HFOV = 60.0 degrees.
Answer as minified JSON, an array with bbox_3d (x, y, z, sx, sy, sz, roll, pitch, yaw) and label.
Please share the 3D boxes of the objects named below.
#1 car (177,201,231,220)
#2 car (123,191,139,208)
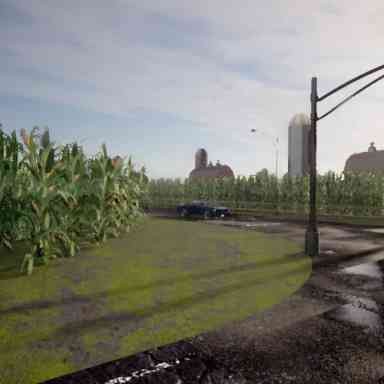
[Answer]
[{"bbox_3d":[0.889,1.400,26.094,1.895,1.301,4.718,2,0,-38],"label":"car"},{"bbox_3d":[-8.157,0.895,37.774,2.150,2.045,5.566,2,1,-38],"label":"car"}]
